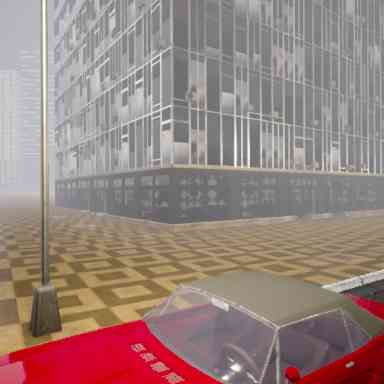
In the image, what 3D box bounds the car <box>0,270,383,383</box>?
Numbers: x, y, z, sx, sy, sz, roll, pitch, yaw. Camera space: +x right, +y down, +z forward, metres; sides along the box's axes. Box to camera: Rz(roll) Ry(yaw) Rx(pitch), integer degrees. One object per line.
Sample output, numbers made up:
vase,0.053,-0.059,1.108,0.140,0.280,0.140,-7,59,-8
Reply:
car,0.371,1.601,3.186,4.718,1.301,1.895,0,0,-35
